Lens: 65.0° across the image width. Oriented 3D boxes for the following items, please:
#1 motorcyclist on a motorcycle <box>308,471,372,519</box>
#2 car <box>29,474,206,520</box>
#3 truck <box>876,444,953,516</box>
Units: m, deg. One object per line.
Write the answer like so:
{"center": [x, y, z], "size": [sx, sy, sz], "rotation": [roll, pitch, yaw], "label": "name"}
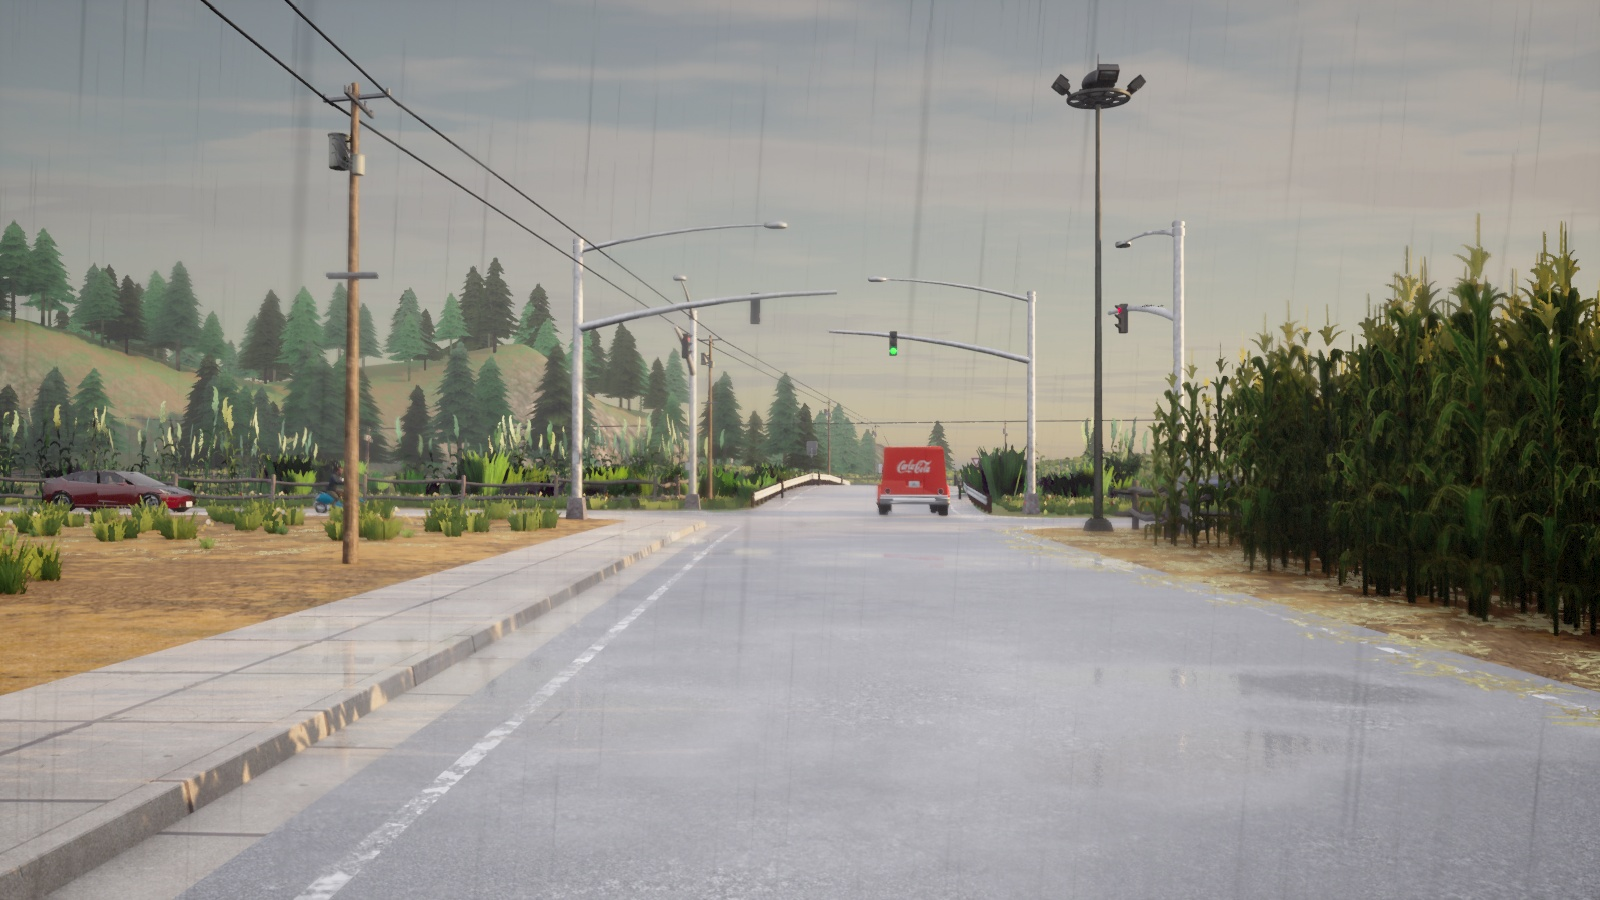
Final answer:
{"center": [-15.328, 1.496, 41.867], "size": [1.817, 1.590, 0.866], "rotation": [0, -1, 3], "label": "motorcyclist on a motorcycle"}
{"center": [-22.884, 1.579, 42.235], "size": [4.792, 1.488, 2.163], "rotation": [0, -1, 3], "label": "car"}
{"center": [4.142, 1.084, 46.345], "size": [2.627, 2.467, 5.204], "rotation": [0, -1, 3], "label": "truck"}
